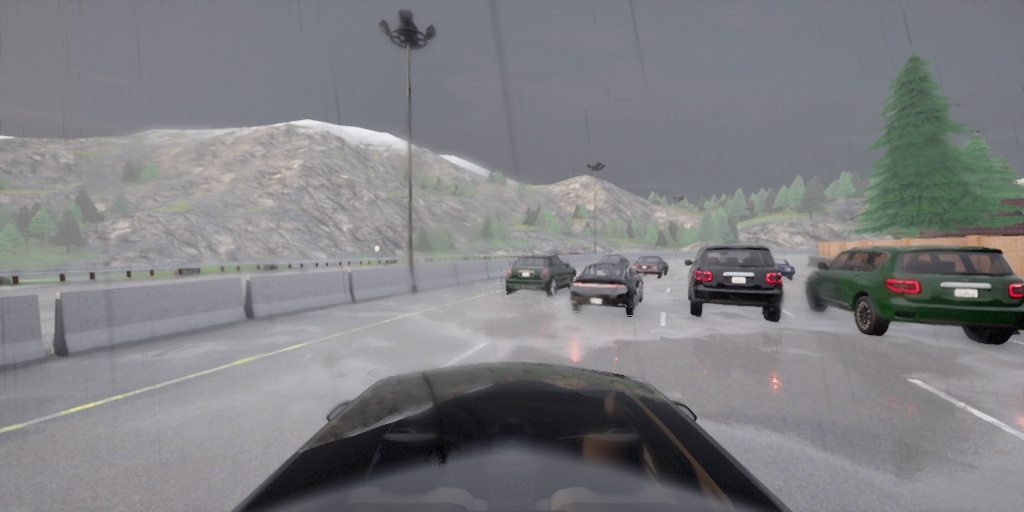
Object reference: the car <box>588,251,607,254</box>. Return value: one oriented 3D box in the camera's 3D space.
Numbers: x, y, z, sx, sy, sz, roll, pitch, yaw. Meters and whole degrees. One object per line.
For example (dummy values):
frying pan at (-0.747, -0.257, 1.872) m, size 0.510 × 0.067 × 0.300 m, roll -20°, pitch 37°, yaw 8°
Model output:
car at (14.628, -0.138, 56.990) m, size 2.033 × 1.411 × 5.357 m, roll 1°, pitch 2°, yaw 40°

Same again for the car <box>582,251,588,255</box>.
car at (12.179, -0.150, 59.500) m, size 1.895 × 1.301 × 4.718 m, roll 1°, pitch 2°, yaw 40°

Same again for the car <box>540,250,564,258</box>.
car at (7.282, -0.376, 64.529) m, size 1.837 × 1.490 × 4.892 m, roll 1°, pitch 2°, yaw 40°

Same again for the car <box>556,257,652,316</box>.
car at (3.326, 0.973, 12.083) m, size 2.128 × 1.511 × 4.902 m, roll 1°, pitch 2°, yaw 24°

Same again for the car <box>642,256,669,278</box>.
car at (9.543, 0.701, 24.652) m, size 2.033 × 1.411 × 5.357 m, roll 1°, pitch 2°, yaw 30°

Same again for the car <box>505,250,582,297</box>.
car at (1.468, 0.721, 16.341) m, size 2.097 × 1.767 × 4.553 m, roll 1°, pitch 2°, yaw 25°

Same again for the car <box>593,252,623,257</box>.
car at (8.586, 0.581, 29.908) m, size 1.994 × 1.385 × 4.181 m, roll 1°, pitch 2°, yaw 31°

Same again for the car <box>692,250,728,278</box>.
car at (14.400, 0.470, 25.986) m, size 2.097 × 1.767 × 4.553 m, roll 1°, pitch 2°, yaw 31°

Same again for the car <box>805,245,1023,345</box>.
car at (9.746, 0.769, 9.299) m, size 2.150 × 2.045 × 5.566 m, roll 1°, pitch 1°, yaw 24°

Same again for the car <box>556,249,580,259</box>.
car at (9.724, -0.338, 61.997) m, size 1.882 × 1.535 × 5.008 m, roll 1°, pitch 2°, yaw 40°

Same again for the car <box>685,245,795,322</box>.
car at (6.918, 0.706, 11.561) m, size 2.150 × 2.045 × 5.566 m, roll 1°, pitch 0°, yaw 25°
